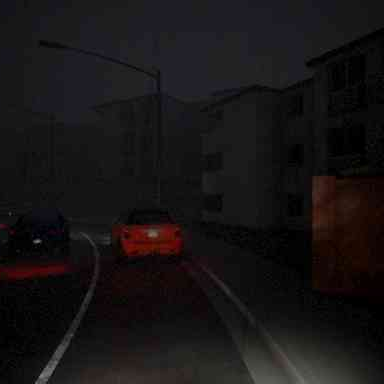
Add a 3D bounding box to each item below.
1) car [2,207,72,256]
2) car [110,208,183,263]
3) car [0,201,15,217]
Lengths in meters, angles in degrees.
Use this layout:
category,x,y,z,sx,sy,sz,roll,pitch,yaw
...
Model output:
category,x,y,z,sx,sy,sz,roll,pitch,yaw
car,-5.909,1.474,13.253,1.882,1.535,5.008,0,0,-20
car,-1.857,1.350,12.390,2.097,1.767,4.553,0,0,-18
car,-16.108,1.517,27.790,4.674,1.442,1.812,-1,0,41
